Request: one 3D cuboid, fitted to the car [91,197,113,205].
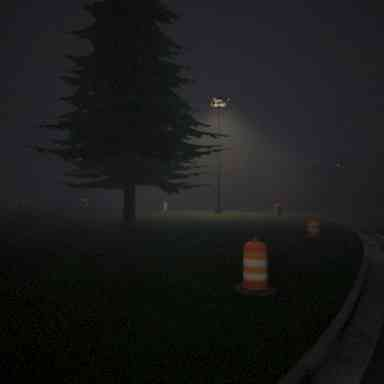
[{"bbox_3d":[-17.860,1.662,61.716,5.357,1.411,2.033,0,0,32],"label":"car"}]

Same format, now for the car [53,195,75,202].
[{"bbox_3d":[-27.517,1.449,71.666,4.892,1.490,1.837,0,0,31],"label":"car"}]

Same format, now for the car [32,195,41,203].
[{"bbox_3d":[-31.156,1.424,65.686,4.892,1.490,1.837,0,0,31],"label":"car"}]

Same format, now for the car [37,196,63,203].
[{"bbox_3d":[-29.336,1.477,68.676,5.357,1.411,2.033,0,0,31],"label":"car"}]

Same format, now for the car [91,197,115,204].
[{"bbox_3d":[-17.551,1.652,65.638,4.674,1.442,1.812,-1,-1,33],"label":"car"}]

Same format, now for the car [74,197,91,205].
[{"bbox_3d":[-21.119,1.591,59.623,4.902,1.511,2.128,0,0,32],"label":"car"}]

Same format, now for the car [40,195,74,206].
[{"bbox_3d":[-22.938,1.578,56.633,4.902,1.511,2.128,0,0,32],"label":"car"}]

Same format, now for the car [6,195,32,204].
[{"bbox_3d":[-32.975,1.412,62.696,4.892,1.490,1.837,0,0,31],"label":"car"}]
